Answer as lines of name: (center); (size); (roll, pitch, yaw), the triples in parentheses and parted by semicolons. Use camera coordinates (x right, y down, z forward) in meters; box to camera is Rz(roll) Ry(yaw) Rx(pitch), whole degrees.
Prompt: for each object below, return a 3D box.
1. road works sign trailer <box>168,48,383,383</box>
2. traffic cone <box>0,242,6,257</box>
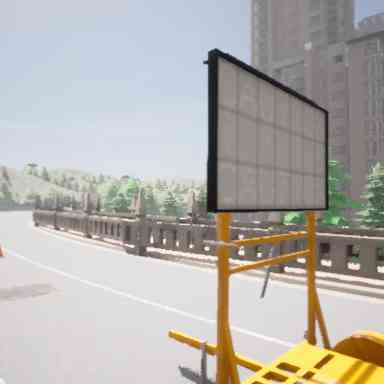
road works sign trailer: (0.766, 0.608, 3.632); (2.880, 3.560, 2.380); (-1, -3, 43)
traffic cone: (-7.791, 2.338, 13.494); (0.340, 0.580, 0.340); (-1, -3, 43)
